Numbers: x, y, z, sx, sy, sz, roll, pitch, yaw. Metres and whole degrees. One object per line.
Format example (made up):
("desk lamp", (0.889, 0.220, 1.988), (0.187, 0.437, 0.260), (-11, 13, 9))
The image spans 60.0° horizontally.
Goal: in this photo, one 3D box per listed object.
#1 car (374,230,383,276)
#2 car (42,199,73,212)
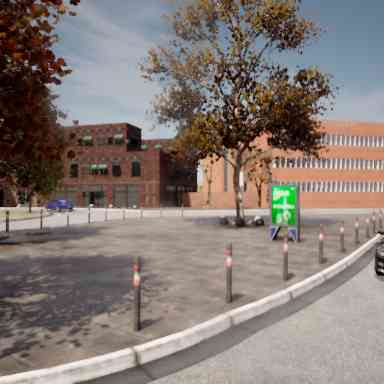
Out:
("car", (6.648, 1.492, 9.550), (2.128, 1.511, 4.902), (0, 0, 39))
("car", (-16.133, 1.550, 39.945), (4.674, 1.442, 1.812), (0, 0, 36))
